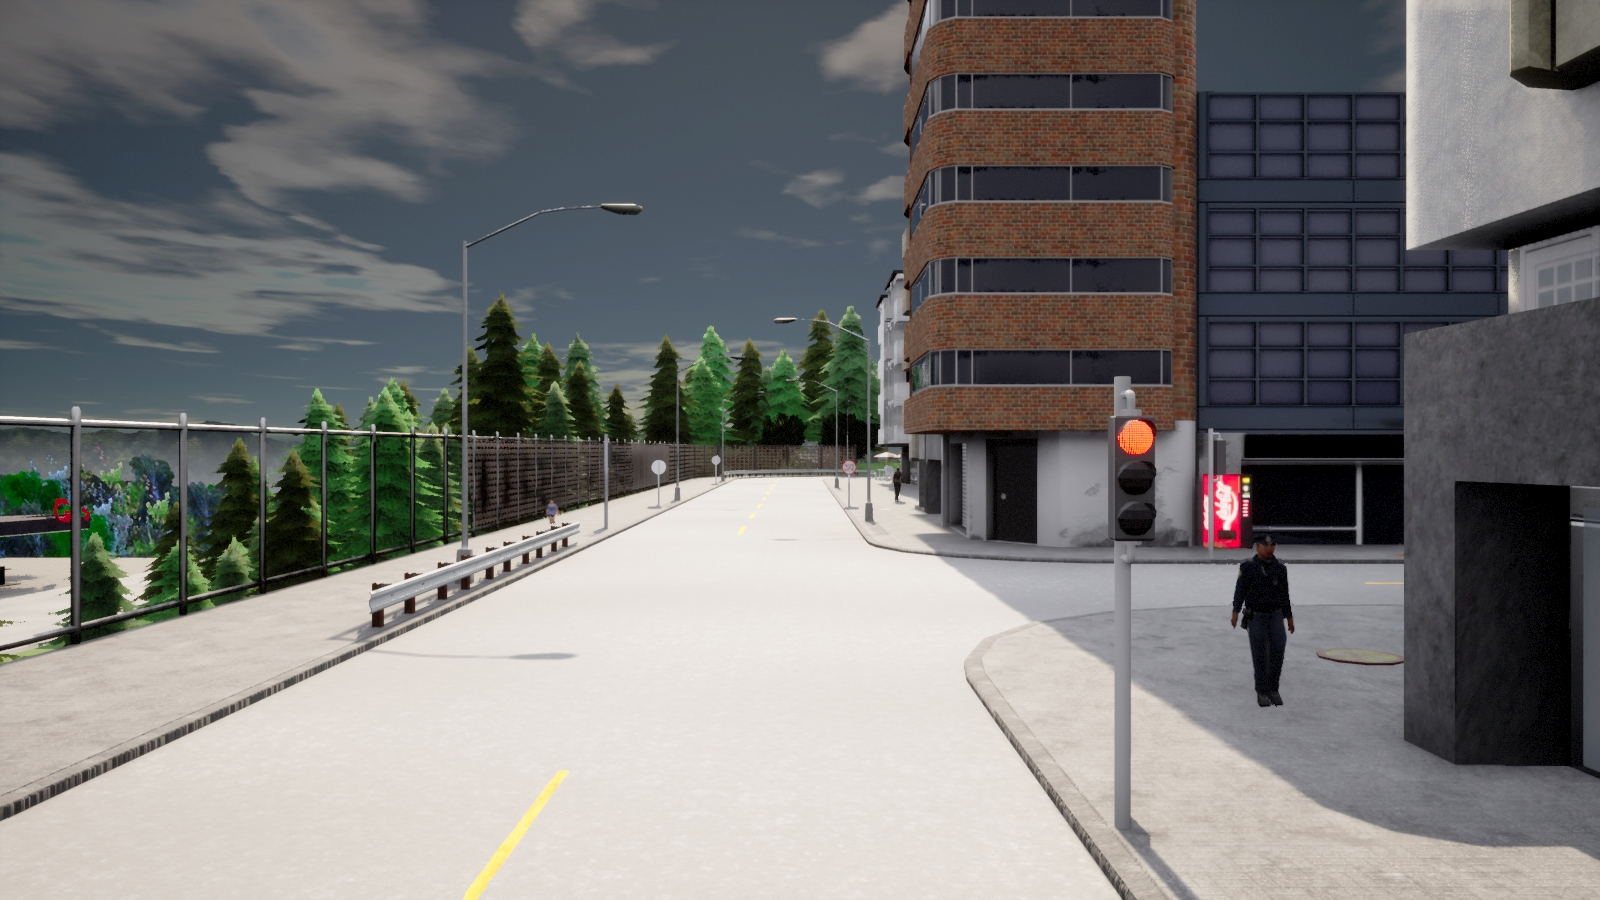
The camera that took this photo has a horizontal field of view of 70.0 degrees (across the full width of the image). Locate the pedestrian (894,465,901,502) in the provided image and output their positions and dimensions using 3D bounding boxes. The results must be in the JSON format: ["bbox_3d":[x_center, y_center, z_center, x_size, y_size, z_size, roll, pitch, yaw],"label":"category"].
[{"bbox_3d":[4.989,1.721,58.463,0.375,1.860,0.375,0,0,3],"label":"pedestrian"}]

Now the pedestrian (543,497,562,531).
[{"bbox_3d":[-8.177,2.110,37.746,0.500,1.100,0.500,0,0,0],"label":"pedestrian"}]

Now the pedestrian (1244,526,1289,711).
[{"bbox_3d":[4.857,1.742,11.914,0.375,1.860,0.375,0,0,12],"label":"pedestrian"}]
